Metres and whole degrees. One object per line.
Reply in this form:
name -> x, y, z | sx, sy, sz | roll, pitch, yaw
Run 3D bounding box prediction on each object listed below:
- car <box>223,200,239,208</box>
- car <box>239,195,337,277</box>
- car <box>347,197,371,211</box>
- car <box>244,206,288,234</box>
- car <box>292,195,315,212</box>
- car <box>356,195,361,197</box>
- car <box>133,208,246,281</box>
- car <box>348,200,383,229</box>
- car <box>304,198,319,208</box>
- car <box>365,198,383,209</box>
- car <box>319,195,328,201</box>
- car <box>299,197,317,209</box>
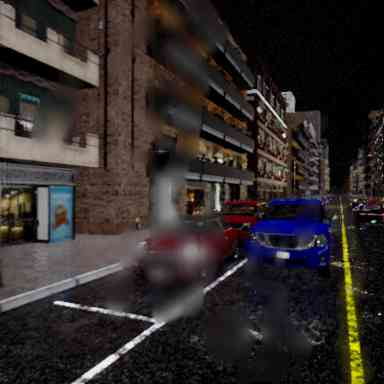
car -> 2.305, 1.322, 14.981 | 2.192, 1.841, 5.009 | 0, 0, 24
car -> 3.429, 1.229, 10.869 | 2.150, 2.045, 5.566 | 0, 0, 24
car -> 18.829, 1.598, 37.879 | 1.994, 1.385, 4.181 | 0, 0, 24
car -> 4.597, 1.594, 20.131 | 1.802, 1.307, 4.206 | 0, 0, 24
car -> 13.775, 1.344, 40.724 | 2.192, 1.841, 5.009 | 0, 0, 24
car -> 35.190, 1.613, 68.199 | 2.008, 1.369, 4.403 | 0, 0, 24
car -> 0.010, 1.443, 9.833 | 1.967, 1.590, 4.097 | 0, 0, 24
car -> 11.466, 1.515, 21.400 | 2.128, 1.511, 4.902 | 0, 0, 24
car -> 18.362, 1.582, 51.021 | 1.887, 1.381, 4.507 | 0, 0, 24
car -> 26.015, 1.592, 47.606 | 1.887, 1.381, 4.507 | 0, 0, 24
car -> 34.419, 1.612, 87.058 | 2.008, 1.369, 4.403 | 0, 0, 24
car -> 16.067, 1.473, 45.871 | 1.967, 1.590, 4.097 | 0, 0, 24
